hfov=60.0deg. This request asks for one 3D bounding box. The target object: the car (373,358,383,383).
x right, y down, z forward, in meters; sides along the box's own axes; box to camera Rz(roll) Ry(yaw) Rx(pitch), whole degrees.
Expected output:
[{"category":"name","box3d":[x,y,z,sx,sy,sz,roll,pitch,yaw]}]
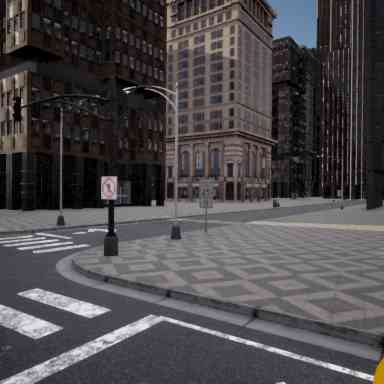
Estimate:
[{"category":"car","box3d":[3.469,1.478,1.219,5.008,1.535,1.882,0,0,35]}]
